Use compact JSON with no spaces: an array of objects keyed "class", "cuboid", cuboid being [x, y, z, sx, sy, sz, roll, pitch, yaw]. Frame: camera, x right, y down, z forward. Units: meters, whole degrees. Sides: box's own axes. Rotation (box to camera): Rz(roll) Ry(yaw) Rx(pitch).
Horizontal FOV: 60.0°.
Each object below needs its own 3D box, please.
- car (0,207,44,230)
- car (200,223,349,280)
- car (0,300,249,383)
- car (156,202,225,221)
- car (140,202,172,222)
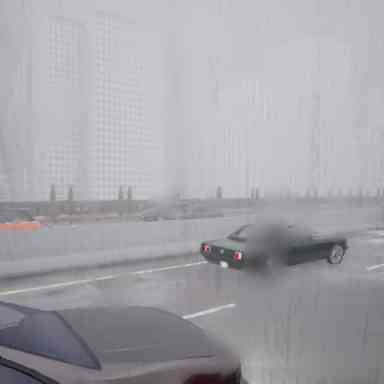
[{"class":"car","cuboid":[-7.570,1.351,11.491,4.553,1.767,2.097,0,0,-36]},{"class":"car","cuboid":[2.642,1.595,9.933,4.718,1.301,1.895,0,0,-36]},{"class":"car","cuboid":[-2.064,1.547,2.274,5.357,1.411,2.033,0,0,-36]},{"class":"car","cuboid":[0.146,1.555,21.296,4.181,1.385,1.994,0,0,-35]},{"class":"car","cuboid":[-1.434,1.495,24.468,4.892,1.490,1.837,0,0,-35]}]
